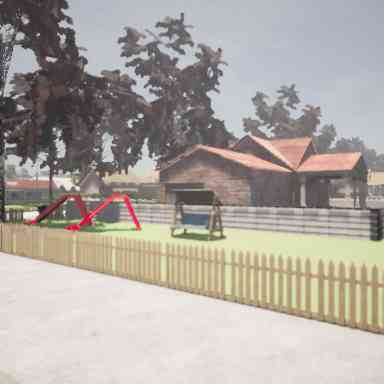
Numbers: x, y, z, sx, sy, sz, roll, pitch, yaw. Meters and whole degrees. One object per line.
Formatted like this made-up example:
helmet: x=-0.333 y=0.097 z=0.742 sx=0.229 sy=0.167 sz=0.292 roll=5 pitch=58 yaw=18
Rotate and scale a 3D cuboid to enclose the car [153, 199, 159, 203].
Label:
car: x=-4.456 y=1.566 z=53.259 sx=1.994 sy=1.385 sz=4.181 roll=0 pitch=0 yaw=36
